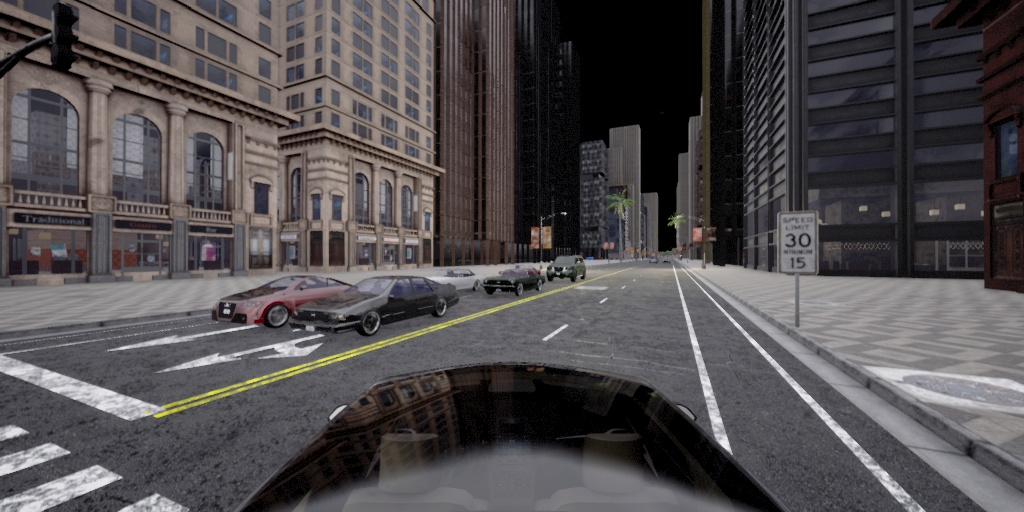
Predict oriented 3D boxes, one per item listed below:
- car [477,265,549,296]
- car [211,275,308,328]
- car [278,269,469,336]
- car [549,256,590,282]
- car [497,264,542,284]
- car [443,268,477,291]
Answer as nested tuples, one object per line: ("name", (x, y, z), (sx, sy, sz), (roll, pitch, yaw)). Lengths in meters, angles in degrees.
("car", (0.231, 1.357, 19.594), (1.895, 1.301, 4.718), (0, 0, 24))
("car", (-6.899, 1.320, 11.510), (1.994, 1.385, 4.181), (0, 0, 24))
("car", (-3.652, 1.301, 10.826), (2.033, 1.411, 5.357), (0, 0, 24))
("car", (4.566, 0.983, 29.372), (2.150, 2.045, 5.566), (0, 0, 24))
("car", (0.680, 1.363, 28.630), (1.895, 1.301, 4.718), (0, 0, 24))
("car", (-3.356, 1.358, 19.523), (1.895, 1.301, 4.718), (0, 0, 24))
